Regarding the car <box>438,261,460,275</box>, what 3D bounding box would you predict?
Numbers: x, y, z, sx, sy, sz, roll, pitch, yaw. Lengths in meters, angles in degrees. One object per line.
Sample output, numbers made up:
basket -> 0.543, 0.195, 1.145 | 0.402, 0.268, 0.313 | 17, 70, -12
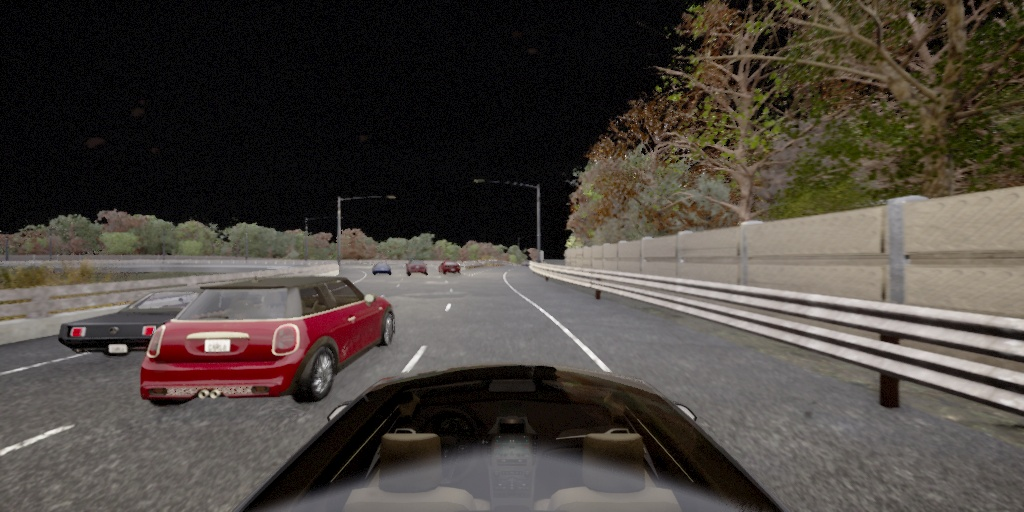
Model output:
car -> -7.126, 1.316, 40.482 | 1.882, 1.535, 5.008 | 0, 0, -20

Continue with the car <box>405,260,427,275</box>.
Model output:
car -> -10.845, 1.207, 40.365 | 2.097, 1.767, 4.553 | 0, 0, -20

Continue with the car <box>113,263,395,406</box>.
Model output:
car -> -3.713, 1.126, 6.534 | 2.097, 1.767, 4.553 | 0, 0, -2

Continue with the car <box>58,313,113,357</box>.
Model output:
car -> -7.277, 1.394, 8.709 | 1.895, 1.301, 4.718 | 0, 0, -4
